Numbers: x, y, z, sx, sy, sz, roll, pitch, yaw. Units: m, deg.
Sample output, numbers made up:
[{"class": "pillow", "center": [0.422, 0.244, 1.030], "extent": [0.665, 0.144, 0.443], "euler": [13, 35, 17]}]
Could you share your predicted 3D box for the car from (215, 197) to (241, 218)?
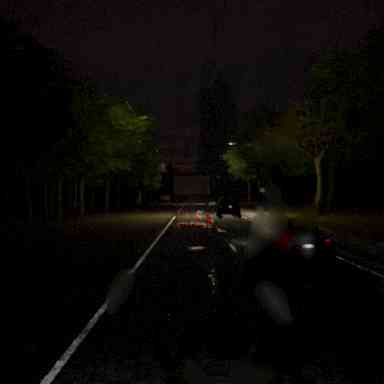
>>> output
[{"class": "car", "center": [3.593, 1.525, 33.736], "extent": [2.150, 2.045, 5.566], "euler": [0, -1, 0]}]

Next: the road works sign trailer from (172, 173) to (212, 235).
[{"class": "road works sign trailer", "center": [-0.005, 0.642, 20.290], "extent": [2.380, 3.560, 2.880], "euler": [0, -1, 0]}]

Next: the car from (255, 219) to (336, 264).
[{"class": "car", "center": [3.596, 1.670, 12.296], "extent": [1.994, 1.385, 4.181], "euler": [0, -1, 0]}]
